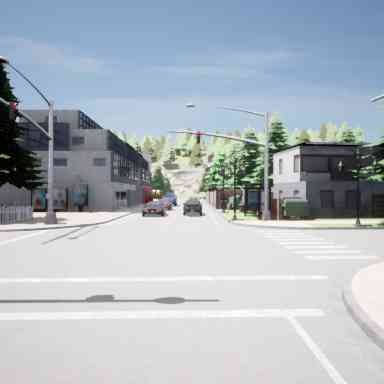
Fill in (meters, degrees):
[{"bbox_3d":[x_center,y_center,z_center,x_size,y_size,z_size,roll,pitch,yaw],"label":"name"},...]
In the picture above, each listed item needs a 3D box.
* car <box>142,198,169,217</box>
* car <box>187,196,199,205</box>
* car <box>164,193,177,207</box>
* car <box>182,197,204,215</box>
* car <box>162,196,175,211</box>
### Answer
[{"bbox_3d":[-3.552,1.564,31.674,1.994,1.385,4.181,0,0,0],"label":"car"},{"bbox_3d":[0.185,1.548,60.605,2.033,1.411,5.357,0,0,0],"label":"car"},{"bbox_3d":[-3.519,1.221,52.455,2.150,2.045,5.566,0,0,0],"label":"car"},{"bbox_3d":[0.093,1.505,34.073,1.837,1.490,4.892,0,0,1],"label":"car"},{"bbox_3d":[-3.535,1.526,41.828,1.812,1.442,4.674,0,0,0],"label":"car"}]
